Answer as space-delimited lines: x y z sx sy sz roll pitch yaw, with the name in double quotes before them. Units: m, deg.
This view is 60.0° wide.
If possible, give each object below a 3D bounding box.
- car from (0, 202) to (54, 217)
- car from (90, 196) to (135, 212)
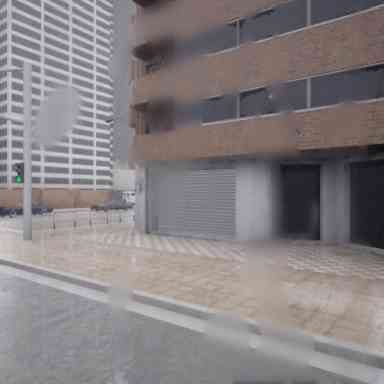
"car" -15.529 1.601 30.953 1.895 1.301 4.718 0 0 36
"car" -9.374 1.547 39.410 2.033 1.411 5.357 0 0 36
